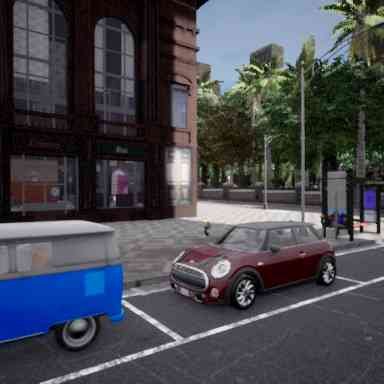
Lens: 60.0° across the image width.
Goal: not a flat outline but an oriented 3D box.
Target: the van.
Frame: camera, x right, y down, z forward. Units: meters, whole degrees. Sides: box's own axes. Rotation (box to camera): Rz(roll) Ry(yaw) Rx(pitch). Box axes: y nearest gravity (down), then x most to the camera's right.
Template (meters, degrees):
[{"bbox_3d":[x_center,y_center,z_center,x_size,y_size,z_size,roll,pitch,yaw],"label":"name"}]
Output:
[{"bbox_3d":[-2.941,1.341,4.557,3.998,1.788,1.690,0,0,-36],"label":"van"}]

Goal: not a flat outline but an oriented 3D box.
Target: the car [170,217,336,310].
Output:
[{"bbox_3d":[1.475,1.438,7.710,4.097,1.590,1.967,0,0,-36],"label":"car"}]
